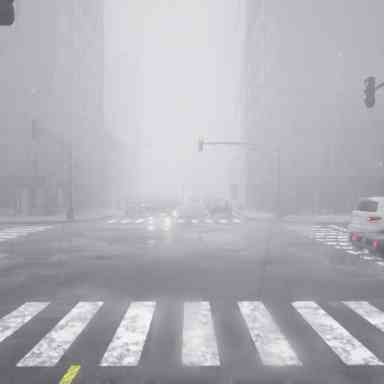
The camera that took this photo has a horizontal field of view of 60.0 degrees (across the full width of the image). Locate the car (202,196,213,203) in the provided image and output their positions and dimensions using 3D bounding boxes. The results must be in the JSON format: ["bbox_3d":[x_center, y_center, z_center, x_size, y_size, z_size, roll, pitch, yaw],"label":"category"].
[{"bbox_3d":[3.023,1.542,67.335,2.008,1.369,4.403,0,0,0],"label":"car"}]

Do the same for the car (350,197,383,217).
[{"bbox_3d":[9.570,1.236,13.923,5.566,2.045,2.150,0,0,0],"label":"car"}]

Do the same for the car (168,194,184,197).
[{"bbox_3d":[-2.808,1.543,53.810,2.033,1.411,5.357,0,0,1],"label":"car"}]

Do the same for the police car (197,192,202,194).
[{"bbox_3d":[2.786,1.410,79.426,1.930,1.638,5.238,0,0,0],"label":"police car"}]

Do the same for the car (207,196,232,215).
[{"bbox_3d":[2.841,1.438,33.320,1.967,1.590,4.097,0,0,0],"label":"car"}]

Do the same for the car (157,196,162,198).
[{"bbox_3d":[-5.624,1.563,44.700,1.947,1.339,4.313,0,0,0],"label":"car"}]

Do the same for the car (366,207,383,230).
[{"bbox_3d":[13.643,1.612,20.648,4.718,1.301,1.895,0,0,0],"label":"car"}]

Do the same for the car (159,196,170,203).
[{"bbox_3d":[-5.503,1.557,67.373,1.947,1.339,4.313,0,0,0],"label":"car"}]

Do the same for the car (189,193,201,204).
[{"bbox_3d":[0.437,1.496,63.854,1.837,1.490,4.892,0,0,0],"label":"car"}]

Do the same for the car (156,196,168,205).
[{"bbox_3d":[-5.534,1.519,61.534,1.752,1.417,4.829,0,0,0],"label":"car"}]

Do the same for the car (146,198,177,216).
[{"bbox_3d":[-2.927,1.598,33.136,1.895,1.301,4.718,0,0,3],"label":"car"}]

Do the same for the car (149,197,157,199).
[{"bbox_3d":[-5.654,1.437,39.032,1.967,1.590,4.097,0,0,0],"label":"car"}]

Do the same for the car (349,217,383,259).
[{"bbox_3d":[7.789,1.616,10.668,4.718,1.301,1.895,0,0,0],"label":"car"}]

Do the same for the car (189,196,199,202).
[{"bbox_3d":[0.397,1.529,74.170,2.033,1.411,5.357,0,0,0],"label":"car"}]

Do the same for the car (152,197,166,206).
[{"bbox_3d":[-5.564,1.561,56.036,1.947,1.339,4.313,0,0,0],"label":"car"}]

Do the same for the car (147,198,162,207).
[{"bbox_3d":[-5.594,1.578,50.368,1.802,1.307,4.206,0,0,0],"label":"car"}]

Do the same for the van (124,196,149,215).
[{"bbox_3d":[-5.685,1.338,33.363,1.690,1.788,3.998,0,0,0],"label":"van"}]

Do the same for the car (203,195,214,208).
[{"bbox_3d":[2.902,1.437,44.658,1.967,1.590,4.097,0,0,0],"label":"car"}]

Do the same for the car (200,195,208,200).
[{"bbox_3d":[3.144,1.545,90.012,1.947,1.339,4.313,0,0,0],"label":"car"}]

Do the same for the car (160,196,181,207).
[{"bbox_3d":[-2.873,1.598,43.120,1.895,1.301,4.718,0,0,1],"label":"car"}]

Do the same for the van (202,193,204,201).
[{"bbox_3d":[2.962,1.336,55.996,1.690,1.788,3.998,0,0,0],"label":"van"}]
